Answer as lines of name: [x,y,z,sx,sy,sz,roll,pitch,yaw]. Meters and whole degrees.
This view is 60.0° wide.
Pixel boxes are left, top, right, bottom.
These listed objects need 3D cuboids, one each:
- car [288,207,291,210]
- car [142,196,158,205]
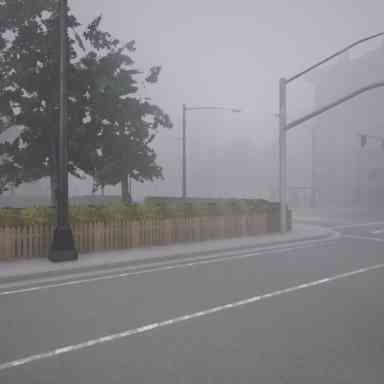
car: [7.318,1.598,32.288,1.895,1.301,4.718,0,0,-35]
car: [-5.996,1.349,51.512,2.097,1.767,4.553,0,0,-34]
